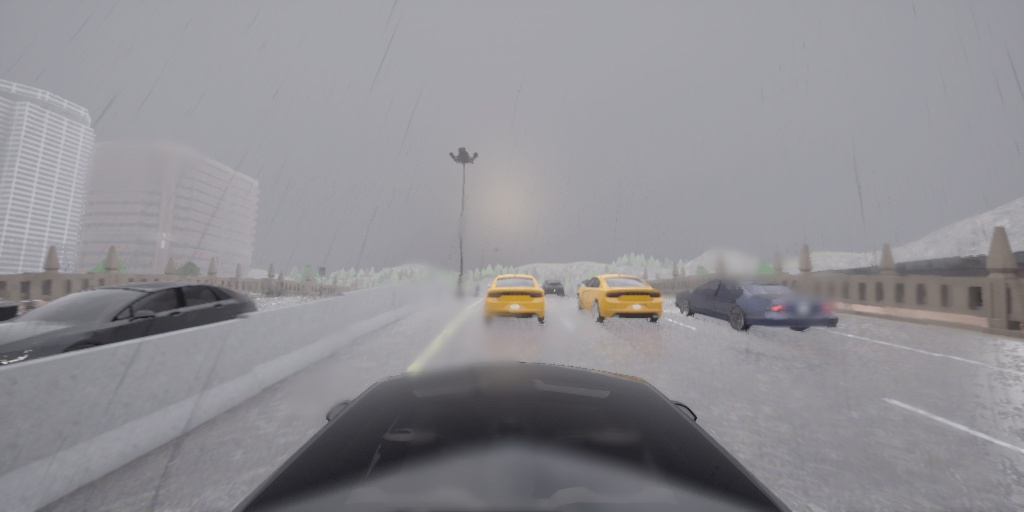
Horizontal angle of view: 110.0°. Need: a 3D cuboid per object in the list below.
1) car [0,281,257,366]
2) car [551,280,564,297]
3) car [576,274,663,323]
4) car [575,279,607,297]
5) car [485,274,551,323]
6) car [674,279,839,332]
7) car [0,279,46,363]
[{"bbox_3d":[-7.098,1.279,6.686,1.837,1.490,4.892,0,0,0],"label":"car"},{"bbox_3d":[3.604,2.965,32.697,1.837,1.490,4.892,0,-7,0],"label":"car"},{"bbox_3d":[3.601,1.398,12.820,1.882,1.535,5.008,0,-2,0],"label":"car"},{"bbox_3d":[7.104,2.962,32.672,1.837,1.490,4.892,0,-7,0],"label":"car"},{"bbox_3d":[0.100,1.397,12.810,1.882,1.535,5.008,0,-2,0],"label":"car"},{"bbox_3d":[7.100,1.417,11.244,2.033,1.411,5.357,0,-2,0],"label":"car"},{"bbox_3d":[-10.599,1.240,4.915,1.882,1.535,5.008,0,0,0],"label":"car"}]
